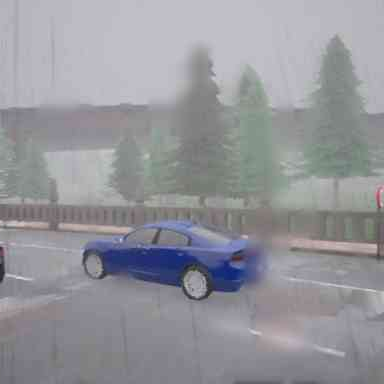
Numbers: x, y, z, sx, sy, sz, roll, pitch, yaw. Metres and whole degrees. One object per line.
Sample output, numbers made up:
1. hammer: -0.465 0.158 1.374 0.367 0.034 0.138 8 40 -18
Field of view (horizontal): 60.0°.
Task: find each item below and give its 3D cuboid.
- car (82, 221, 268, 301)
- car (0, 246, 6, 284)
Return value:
1. car: -0.640 1.468 8.352 5.008 1.535 1.882 0 0 33
2. car: -6.456 1.501 7.774 5.008 1.535 1.882 0 0 31
